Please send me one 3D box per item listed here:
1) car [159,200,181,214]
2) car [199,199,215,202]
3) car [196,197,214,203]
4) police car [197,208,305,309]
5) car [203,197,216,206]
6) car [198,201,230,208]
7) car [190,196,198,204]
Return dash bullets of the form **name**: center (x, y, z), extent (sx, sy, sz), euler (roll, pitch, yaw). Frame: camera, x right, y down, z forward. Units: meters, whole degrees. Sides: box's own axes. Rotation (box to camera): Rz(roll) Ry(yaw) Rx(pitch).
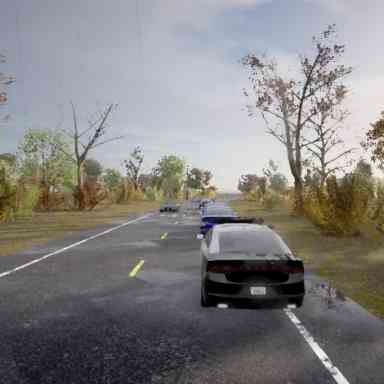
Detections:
- **car**: center (-2.324, 1.603, 36.099), extent (1.994, 1.385, 4.181), euler (0, 0, 4)
- **car**: center (1.644, 1.491, 23.892), extent (1.882, 1.535, 5.008), euler (0, 0, 3)
- **car**: center (2.041, 1.602, 46.574), extent (1.812, 1.442, 4.674), euler (0, 0, 6)
- **police car**: center (1.144, 1.427, 8.081), extent (1.930, 1.638, 5.238), euler (0, 0, 1)
- **car**: center (3.202, 1.633, 60.356), extent (2.128, 1.511, 4.902), euler (0, 0, 6)
- **car**: center (1.408, 1.485, 17.923), extent (1.882, 1.535, 5.008), euler (0, 0, 2)
- **car**: center (0.789, 1.677, 69.406), extent (2.128, 1.511, 4.902), euler (0, 0, 7)
